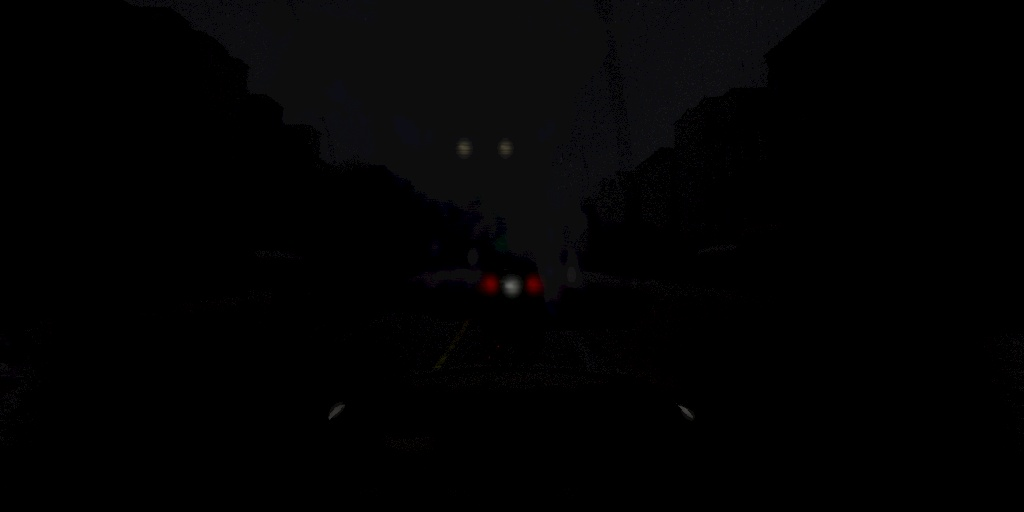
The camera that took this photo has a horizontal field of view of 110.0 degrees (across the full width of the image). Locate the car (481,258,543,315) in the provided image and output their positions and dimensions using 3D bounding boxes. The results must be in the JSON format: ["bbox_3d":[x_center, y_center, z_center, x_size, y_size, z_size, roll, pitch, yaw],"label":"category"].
[{"bbox_3d":[0.011,1.118,14.461,2.150,2.045,5.566,0,0,0],"label":"car"}]

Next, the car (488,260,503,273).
[{"bbox_3d":[-2.749,1.731,60.397,2.150,2.045,5.566,0,-1,0],"label":"car"}]
